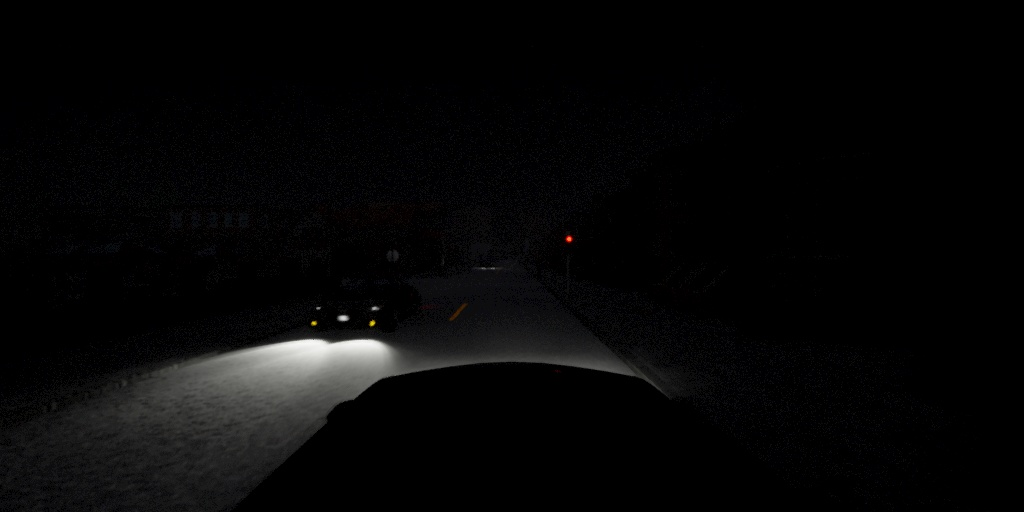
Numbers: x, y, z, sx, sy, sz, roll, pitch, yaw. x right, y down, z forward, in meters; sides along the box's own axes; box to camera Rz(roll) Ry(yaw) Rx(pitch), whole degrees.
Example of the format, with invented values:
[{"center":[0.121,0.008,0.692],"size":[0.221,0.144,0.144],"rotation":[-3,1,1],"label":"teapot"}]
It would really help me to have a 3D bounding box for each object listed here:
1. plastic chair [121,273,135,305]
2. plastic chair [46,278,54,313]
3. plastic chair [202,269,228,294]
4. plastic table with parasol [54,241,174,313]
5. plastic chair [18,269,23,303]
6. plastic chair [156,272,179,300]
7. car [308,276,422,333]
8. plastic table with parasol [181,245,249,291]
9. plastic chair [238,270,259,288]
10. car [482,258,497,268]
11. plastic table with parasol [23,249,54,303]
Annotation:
[{"center":[-12.913,1.287,11.615],"size":[0.750,1.272,0.730],"rotation":[0,0,-40],"label":"plastic chair"},{"center":[-14.647,1.277,11.887],"size":[0.730,1.272,0.750],"rotation":[0,0,-40],"label":"plastic chair"},{"center":[-13.353,1.340,16.091],"size":[0.750,1.272,0.730],"rotation":[0,0,-40],"label":"plastic chair"},{"center":[-13.650,0.702,12.621],"size":[2.482,2.480,2.482],"rotation":[0,0,-40],"label":"plastic table with parasol"},{"center":[-20.319,1.304,15.379],"size":[0.730,1.272,0.750],"rotation":[0,0,-40],"label":"plastic chair"},{"center":[-12.620,1.303,13.365],"size":[0.730,1.272,0.750],"rotation":[0,0,-40],"label":"plastic chair"},{"center":[-4.079,1.315,10.657],"size":[1.994,1.385,4.181],"rotation":[0,0,0],"label":"car"},{"center":[-14.090,0.737,17.111],"size":[2.482,2.480,2.482],"rotation":[0,0,-40],"label":"plastic table with parasol"},{"center":[-13.059,1.342,17.855],"size":[0.730,1.272,0.750],"rotation":[0,0,-40],"label":"plastic chair"},{"center":[-4.040,1.282,62.317],"size":[1.812,1.442,4.674],"rotation":[0,0,1],"label":"car"},{"center":[-19.320,0.707,16.111],"size":[2.482,2.480,2.482],"rotation":[0,0,-40],"label":"plastic table with parasol"}]
